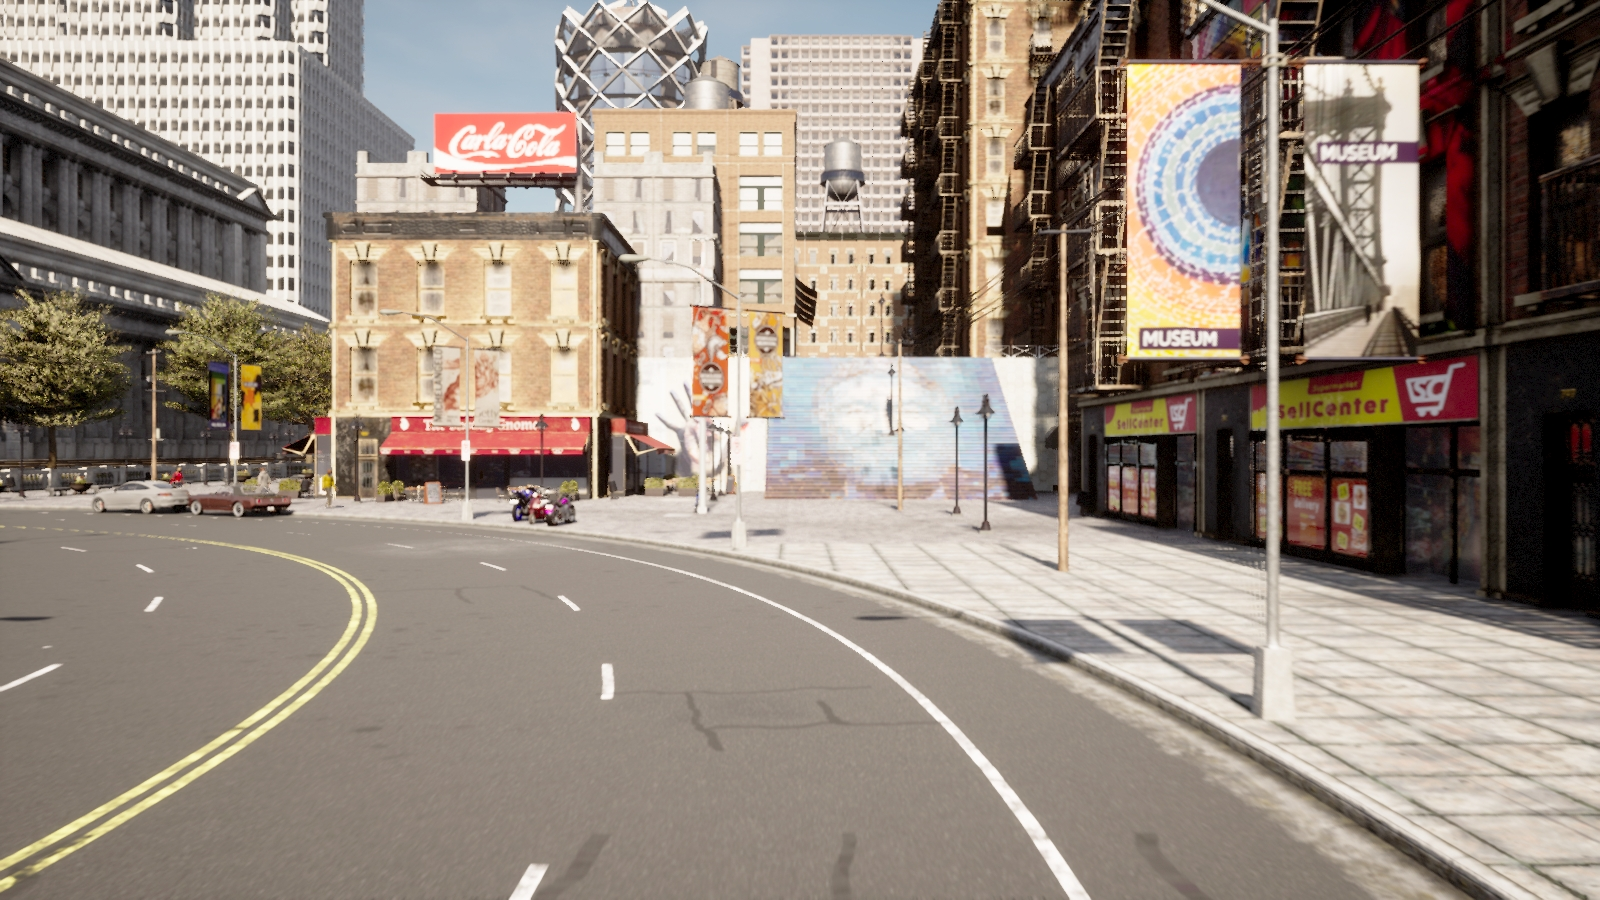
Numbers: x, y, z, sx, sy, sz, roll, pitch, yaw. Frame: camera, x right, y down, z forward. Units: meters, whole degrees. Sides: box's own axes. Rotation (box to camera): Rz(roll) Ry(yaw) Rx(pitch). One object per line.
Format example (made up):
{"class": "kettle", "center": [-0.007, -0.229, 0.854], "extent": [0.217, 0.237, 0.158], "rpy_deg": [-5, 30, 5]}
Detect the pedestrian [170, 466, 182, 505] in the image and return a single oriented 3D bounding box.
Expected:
{"class": "pedestrian", "center": [-30.117, 1.698, 55.170], "extent": [0.375, 1.860, 0.375], "rpy_deg": [0, 0, 24]}

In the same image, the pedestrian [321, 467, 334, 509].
{"class": "pedestrian", "center": [-21.136, 1.696, 51.109], "extent": [0.375, 1.860, 0.375], "rpy_deg": [0, 0, 25]}

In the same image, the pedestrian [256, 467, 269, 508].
{"class": "pedestrian", "center": [-24.303, 1.696, 51.684], "extent": [0.375, 1.860, 0.375], "rpy_deg": [0, 0, 29]}
